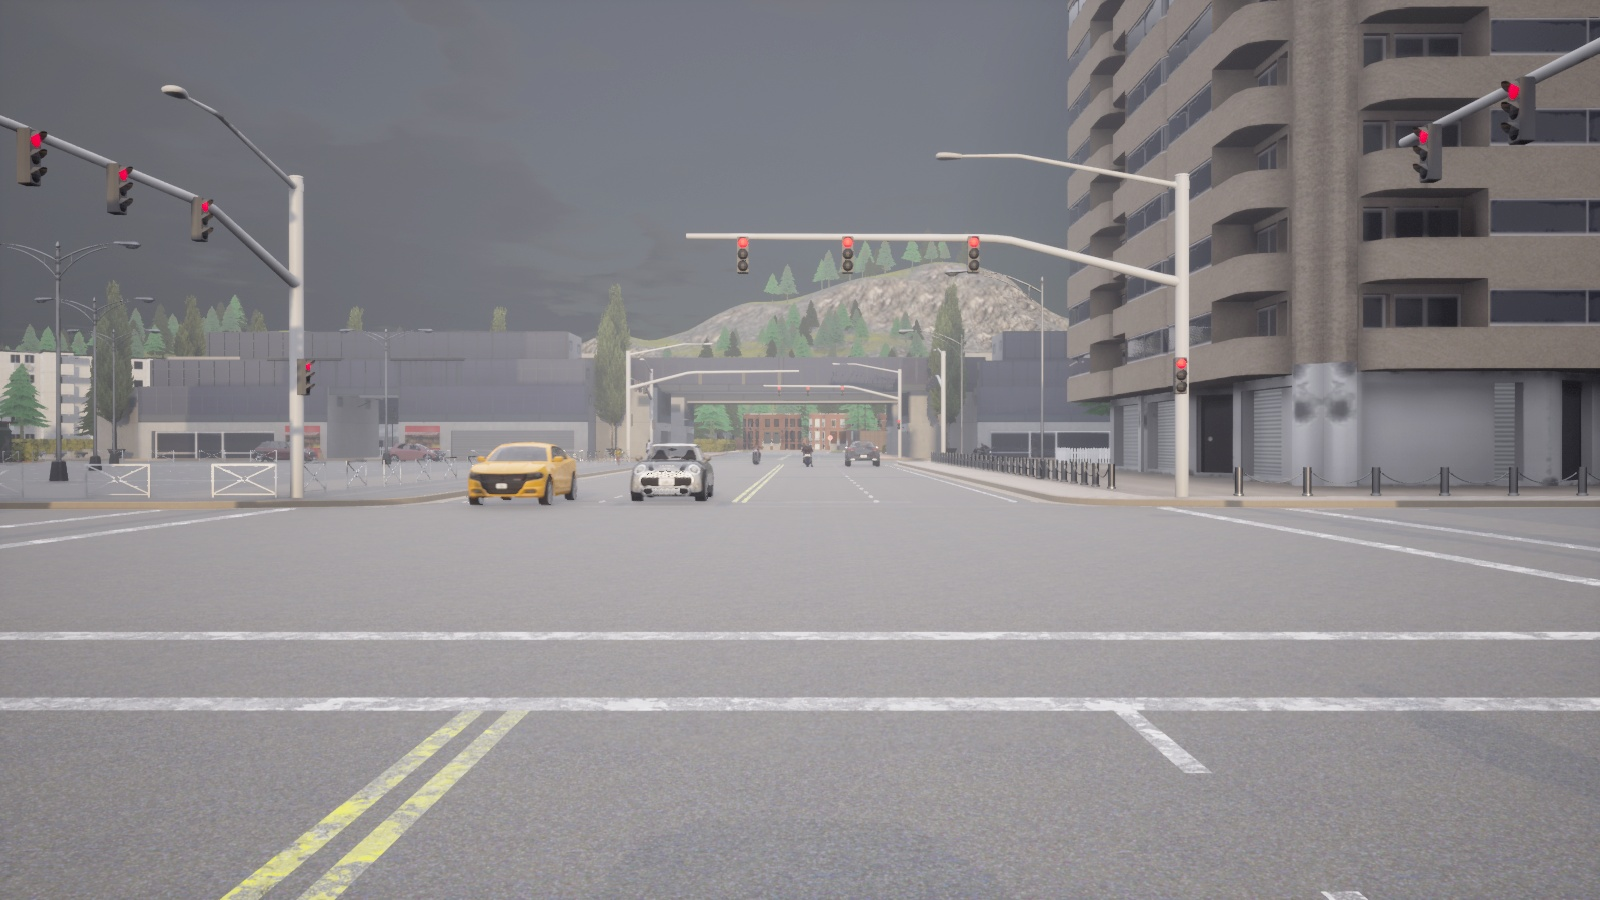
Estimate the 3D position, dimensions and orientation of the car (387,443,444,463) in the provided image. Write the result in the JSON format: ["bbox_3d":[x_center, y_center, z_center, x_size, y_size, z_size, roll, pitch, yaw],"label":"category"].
[{"bbox_3d":[-28.654,0.209,93.600,3.633,1.501,1.845,0,0,2],"label":"car"}]

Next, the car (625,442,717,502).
[{"bbox_3d":[-3.296,0.523,32.712,1.970,1.475,3.806,0,0,0],"label":"car"}]

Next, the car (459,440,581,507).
[{"bbox_3d":[-6.805,0.536,31.097,1.882,1.535,5.008,0,0,0],"label":"car"}]

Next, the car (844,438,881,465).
[{"bbox_3d":[3.982,0.073,80.615,2.152,1.651,5.027,0,0,0],"label":"car"}]
